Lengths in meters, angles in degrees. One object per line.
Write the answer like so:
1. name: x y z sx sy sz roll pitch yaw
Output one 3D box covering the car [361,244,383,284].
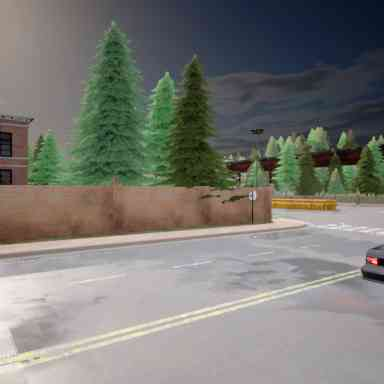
1. car: 6.323 1.547 8.239 5.357 1.411 2.033 0 0 -35
